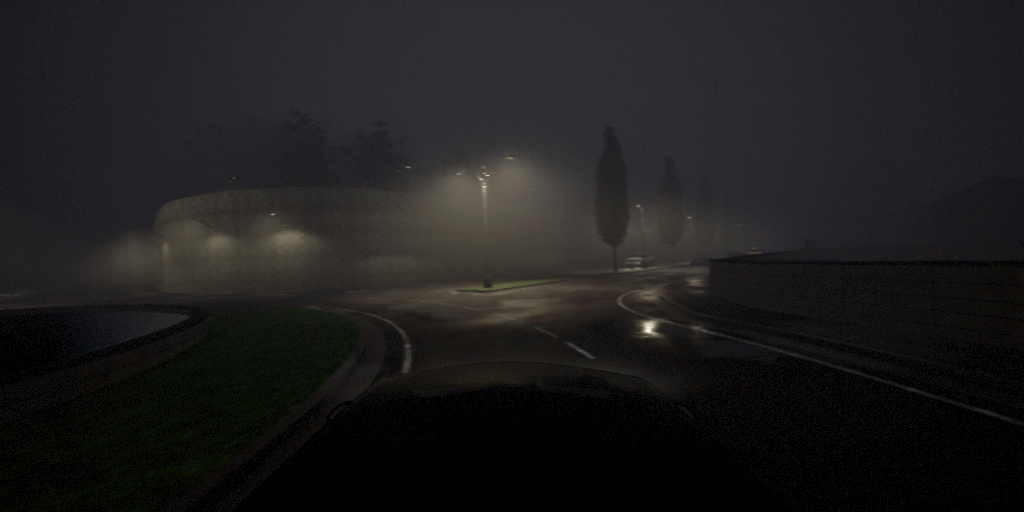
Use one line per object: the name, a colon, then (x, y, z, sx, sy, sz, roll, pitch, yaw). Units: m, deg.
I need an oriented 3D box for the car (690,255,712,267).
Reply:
car: (24.449, 0.601, 46.053, 1.994, 1.385, 4.181, -3, -1, 43)

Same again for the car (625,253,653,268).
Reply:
car: (18.172, 0.571, 51.100, 2.150, 2.045, 5.566, -3, -1, 43)

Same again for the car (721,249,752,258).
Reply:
car: (27.819, 0.357, 44.525, 1.882, 1.535, 5.008, -3, 0, 43)
